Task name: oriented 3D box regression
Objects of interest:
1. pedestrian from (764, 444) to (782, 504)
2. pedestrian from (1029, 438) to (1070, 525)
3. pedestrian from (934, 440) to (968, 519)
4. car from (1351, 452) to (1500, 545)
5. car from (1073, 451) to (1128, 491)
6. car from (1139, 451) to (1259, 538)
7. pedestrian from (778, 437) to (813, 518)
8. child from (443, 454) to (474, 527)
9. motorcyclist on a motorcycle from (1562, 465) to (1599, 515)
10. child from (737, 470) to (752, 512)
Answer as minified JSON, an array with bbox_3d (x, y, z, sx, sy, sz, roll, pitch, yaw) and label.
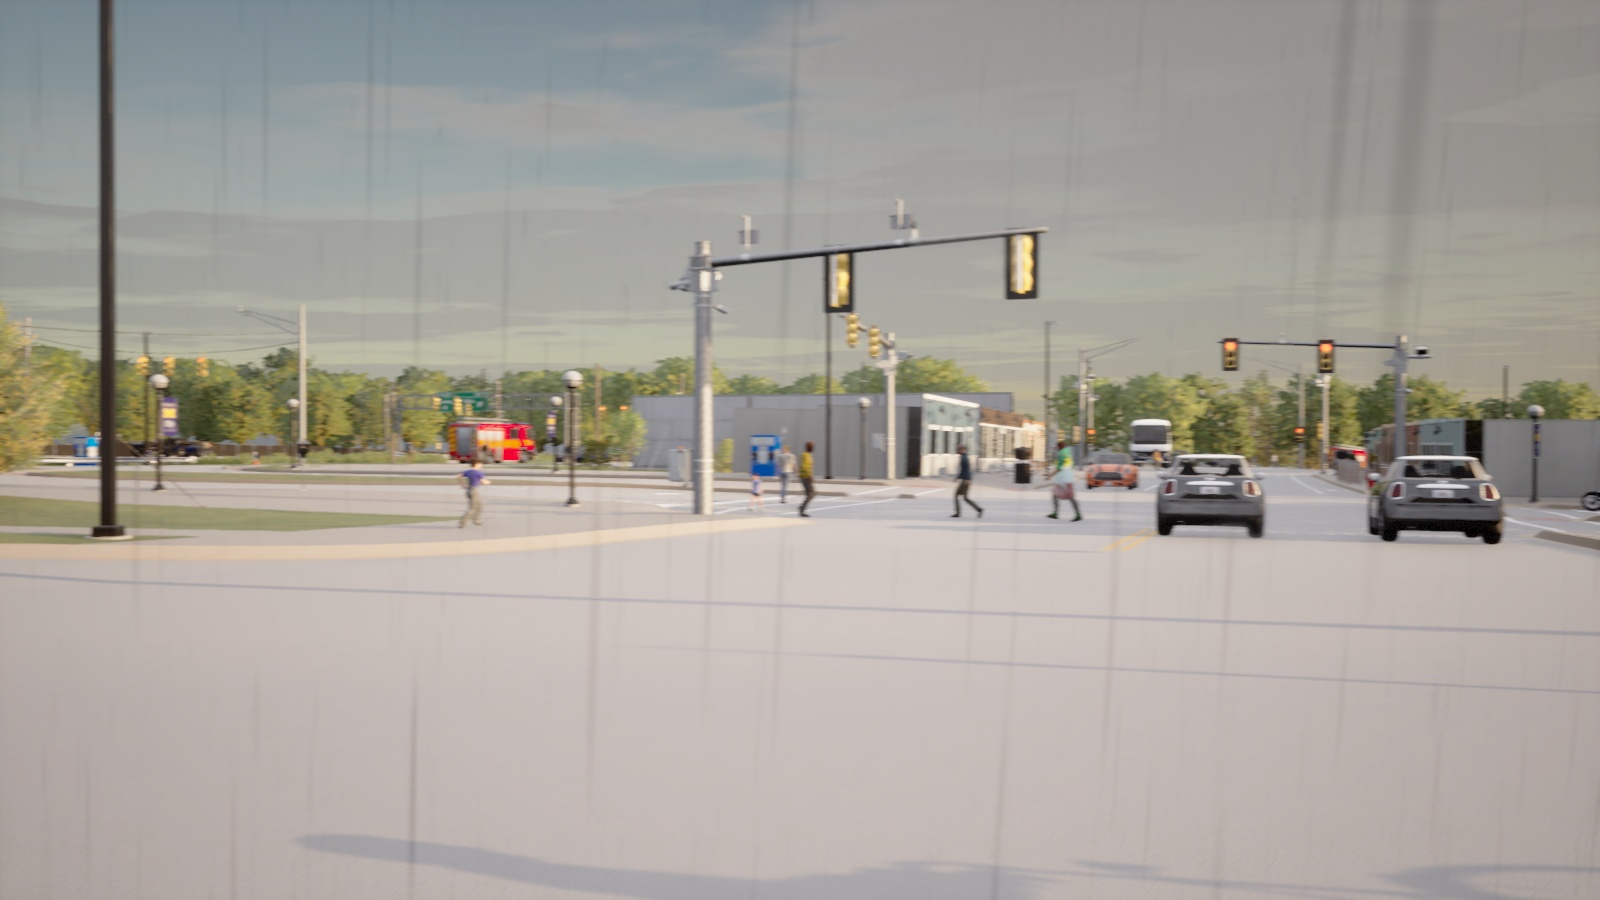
[{"bbox_3d":[-0.830,0.721,38.560,0.354,1.836,0.706,0,1,16],"label":"pedestrian"},{"bbox_3d":[5.725,0.702,28.780,0.873,1.952,0.659,0,1,16],"label":"pedestrian"},{"bbox_3d":[3.538,0.678,29.392,0.726,1.842,0.402,0,1,16],"label":"pedestrian"},{"bbox_3d":[11.008,0.824,22.365,1.970,1.475,3.806,0,-1,20],"label":"car"},{"bbox_3d":[14.003,0.948,58.357,2.097,1.767,4.553,0,0,19],"label":"car"},{"bbox_3d":[7.479,0.798,23.568,1.970,1.475,3.806,0,-1,18],"label":"car"},{"bbox_3d":[-0.105,0.630,28.913,0.726,1.835,0.370,0,1,13],"label":"pedestrian"},{"bbox_3d":[-5.951,0.697,21.894,0.270,1.263,0.437,1,1,39],"label":"child"},{"bbox_3d":[27.728,1.400,43.258,2.350,1.649,0.766,2,0,21],"label":"motorcyclist on a motorcycle"},{"bbox_3d":[-1.502,1.113,34.057,0.255,1.110,0.394,1,1,27],"label":"child"}]
